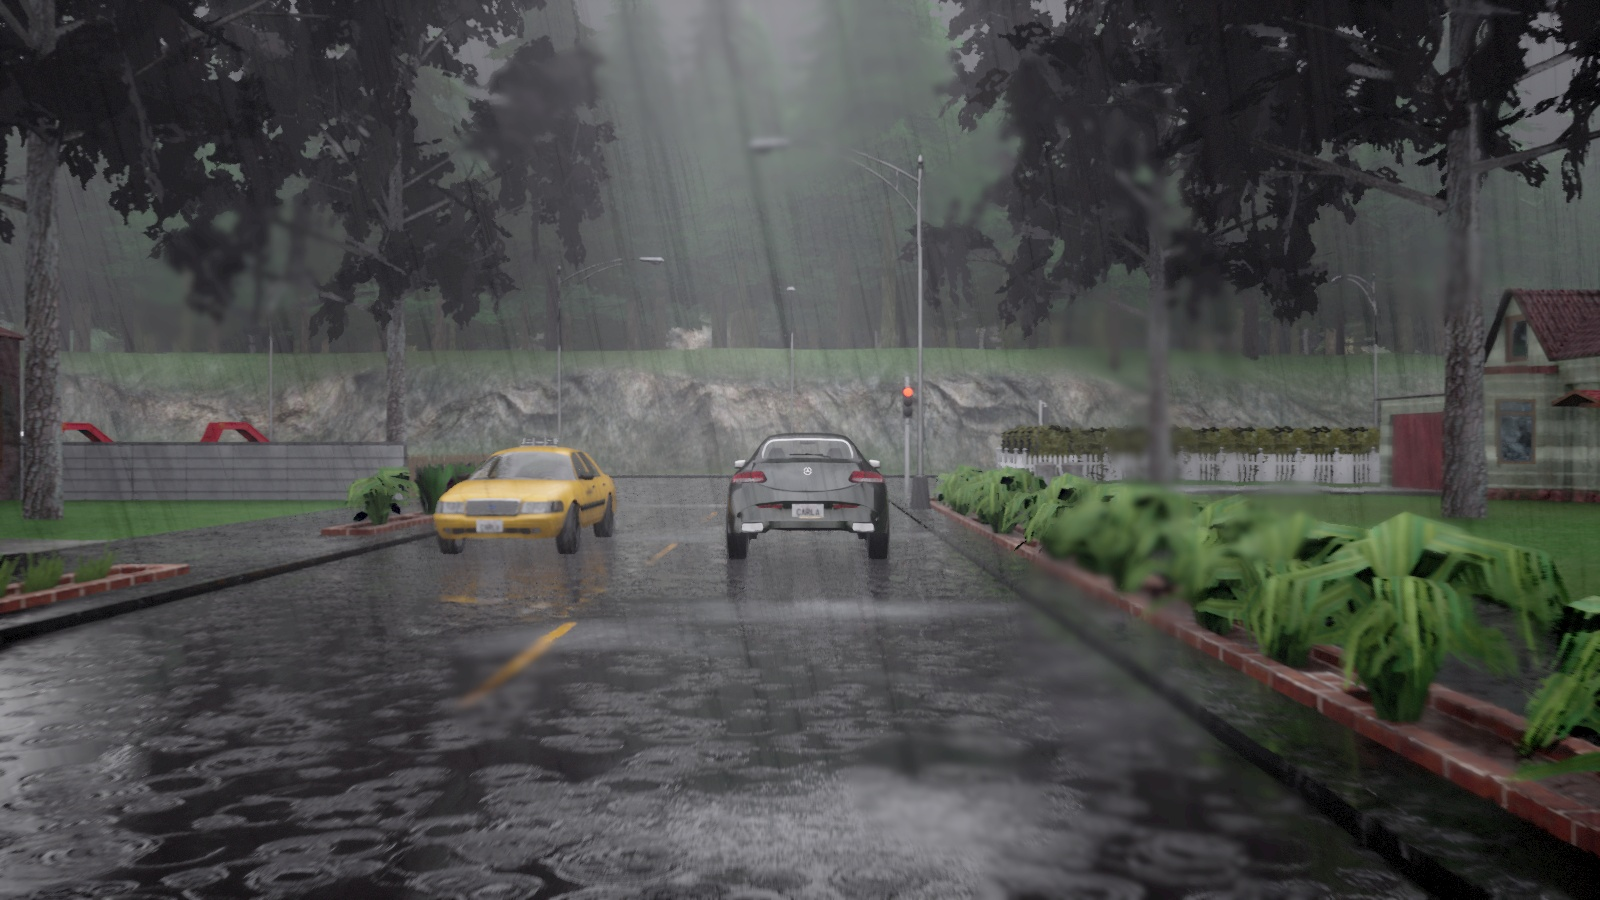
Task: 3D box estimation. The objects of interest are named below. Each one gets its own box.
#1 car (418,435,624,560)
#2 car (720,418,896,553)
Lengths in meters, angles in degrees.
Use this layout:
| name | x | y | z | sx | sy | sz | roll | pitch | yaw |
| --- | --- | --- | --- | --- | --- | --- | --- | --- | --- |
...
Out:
| name | x | y | z | sx | sy | sz | roll | pitch | yaw |
| --- | --- | --- | --- | --- | --- | --- | --- | --- | --- |
| car | -3.887 | 0.578 | 18.484 | 1.801 | 1.575 | 5.366 | 0 | 0 | 0 |
| car | 0.109 | 0.424 | 17.894 | 2.152 | 1.651 | 5.027 | 0 | 0 | 0 |
